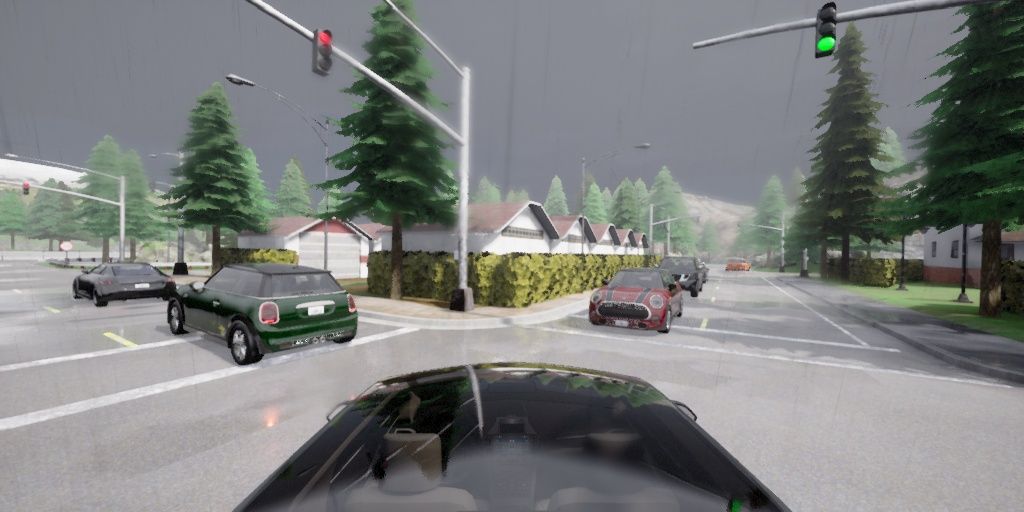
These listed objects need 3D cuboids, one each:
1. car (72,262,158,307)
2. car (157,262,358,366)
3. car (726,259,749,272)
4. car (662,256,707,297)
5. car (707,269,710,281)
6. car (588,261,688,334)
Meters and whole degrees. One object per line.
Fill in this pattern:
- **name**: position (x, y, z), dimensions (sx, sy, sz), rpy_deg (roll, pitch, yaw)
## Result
- **car**: position (-14.104, 0.904, 13.045), dimensions (4.181, 1.385, 1.994), rpy_deg (2, 1, 31)
- **car**: position (-5.527, 0.920, 7.888), dimensions (4.553, 1.767, 2.097), rpy_deg (4, 2, 31)
- **car**: position (31.371, 1.245, 49.765), dimensions (2.097, 1.767, 4.553), rpy_deg (1, 0, 44)
- **car**: position (9.343, 1.044, 20.035), dimensions (2.150, 2.045, 5.566), rpy_deg (1, 1, 31)
- **car**: position (14.640, 1.332, 28.787), dimensions (1.837, 1.490, 4.892), rpy_deg (1, 1, 31)
- **car**: position (4.033, 1.169, 11.280), dimensions (2.097, 1.767, 4.553), rpy_deg (1, 1, 31)
